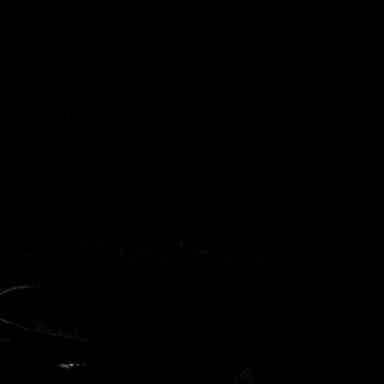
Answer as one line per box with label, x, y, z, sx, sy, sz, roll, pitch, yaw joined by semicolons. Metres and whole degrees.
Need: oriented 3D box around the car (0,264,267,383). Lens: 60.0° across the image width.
car;-1.284;1.546;3.879;4.313;1.339;1.947;0;0;35
